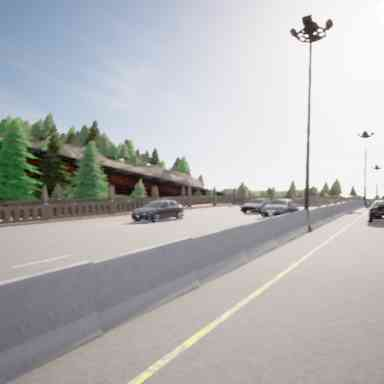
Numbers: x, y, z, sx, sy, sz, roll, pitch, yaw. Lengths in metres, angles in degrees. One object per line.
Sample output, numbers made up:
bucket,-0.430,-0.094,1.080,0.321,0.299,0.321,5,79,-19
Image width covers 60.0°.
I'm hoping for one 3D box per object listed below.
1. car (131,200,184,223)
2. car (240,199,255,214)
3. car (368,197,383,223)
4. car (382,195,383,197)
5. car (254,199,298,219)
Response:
car,-2.407,1.378,24.541,1.837,1.490,4.892,0,1,32
car,6.498,1.353,32.278,2.033,1.411,5.357,0,0,32
car,13.660,1.335,23.519,1.837,1.490,4.892,0,0,32
car,21.474,1.113,36.148,2.097,1.767,4.553,0,0,32
car,7.056,1.326,26.527,2.128,1.511,4.902,0,0,32
